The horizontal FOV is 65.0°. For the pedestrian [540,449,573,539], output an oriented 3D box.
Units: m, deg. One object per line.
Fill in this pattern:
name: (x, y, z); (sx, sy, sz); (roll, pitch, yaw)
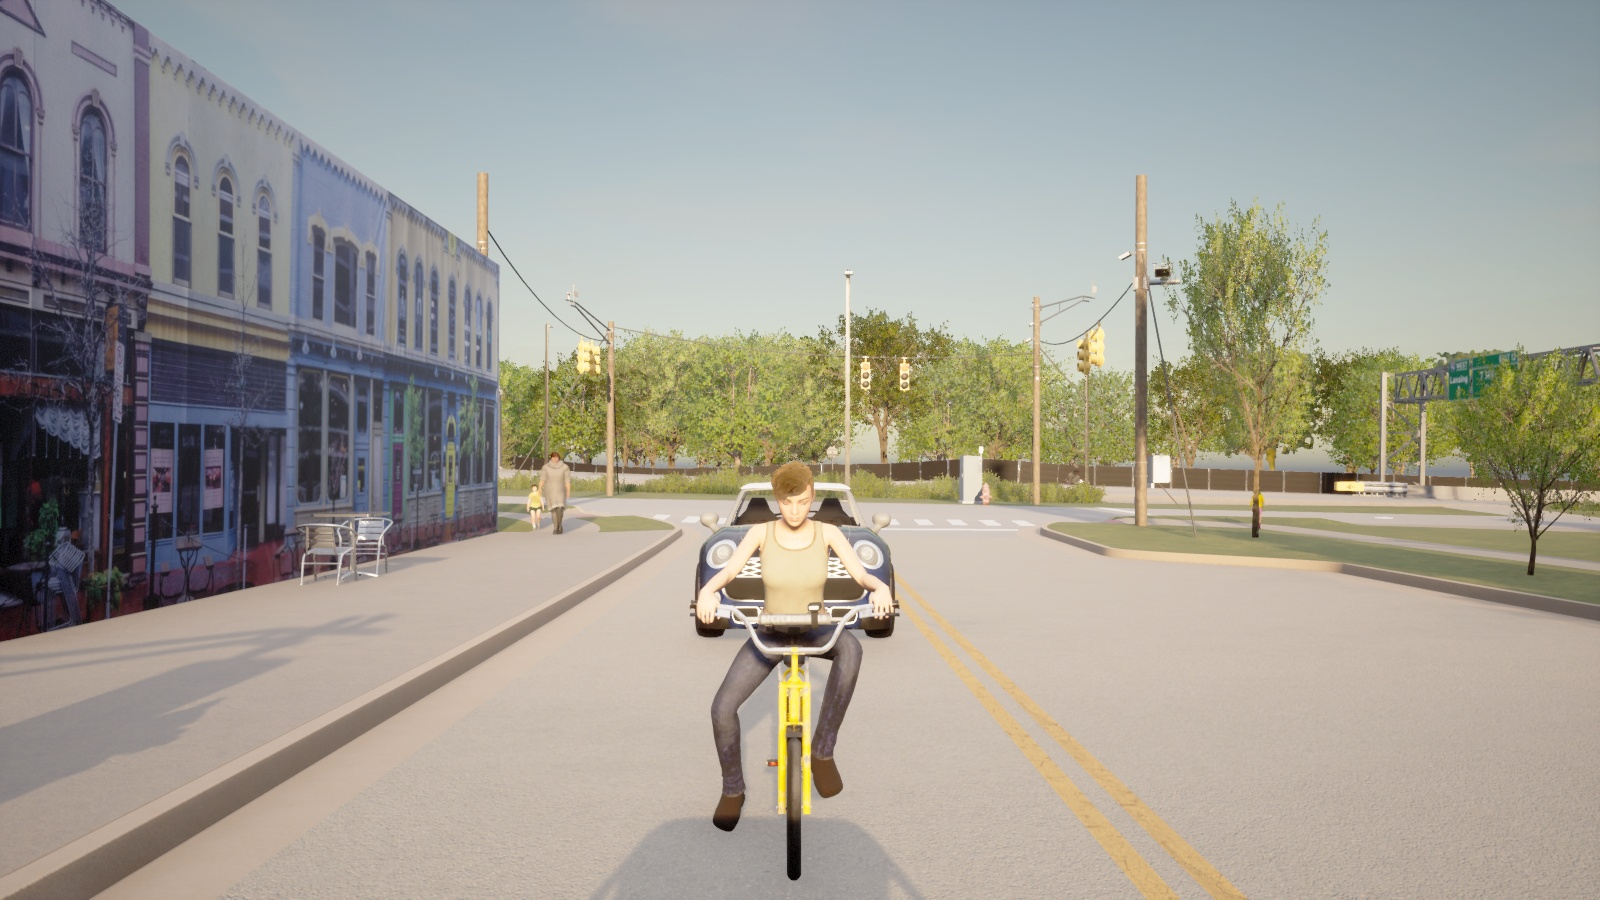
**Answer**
pedestrian: (-5.371, 0.963, 27.758); (0.659, 1.952, 0.873); (0, -1, -8)

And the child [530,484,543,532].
child: (-6.087, 1.333, 29.006); (0.255, 1.110, 0.394); (0, -1, -8)

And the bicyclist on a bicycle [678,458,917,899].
bicyclist on a bicycle: (-0.017, 0.853, 5.334); (0.866, 1.612, 1.509); (0, -1, -1)

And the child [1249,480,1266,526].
child: (11.815, 1.362, 32.430); (0.299, 1.160, 0.473); (0, -1, 7)

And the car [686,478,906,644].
car: (-0.039, 1.037, 13.186); (1.970, 1.475, 3.806); (0, -1, 0)
